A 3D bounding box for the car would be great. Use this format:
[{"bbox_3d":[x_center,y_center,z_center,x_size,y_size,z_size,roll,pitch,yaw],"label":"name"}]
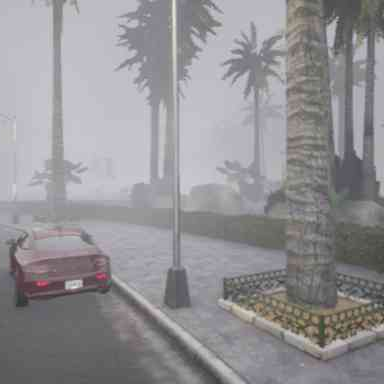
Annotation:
[{"bbox_3d":[-3.345,1.539,8.103,1.812,1.442,4.674,0,0,-31],"label":"car"}]
